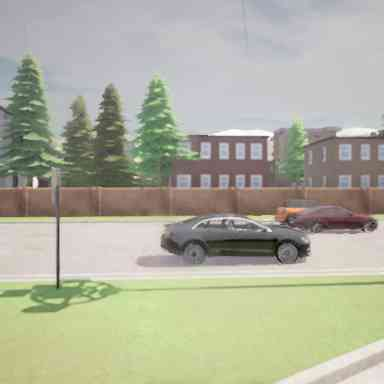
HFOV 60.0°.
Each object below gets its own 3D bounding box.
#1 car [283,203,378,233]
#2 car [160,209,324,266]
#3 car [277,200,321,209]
[{"bbox_3d":[7.799,1.498,18.471,4.674,1.442,1.812,0,0,-4],"label":"car"},{"bbox_3d":[1.391,1.476,10.962,4.902,1.511,2.128,0,0,-4],"label":"car"},{"bbox_3d":[7.886,1.320,21.989,4.553,1.767,2.097,0,0,-4],"label":"car"}]
